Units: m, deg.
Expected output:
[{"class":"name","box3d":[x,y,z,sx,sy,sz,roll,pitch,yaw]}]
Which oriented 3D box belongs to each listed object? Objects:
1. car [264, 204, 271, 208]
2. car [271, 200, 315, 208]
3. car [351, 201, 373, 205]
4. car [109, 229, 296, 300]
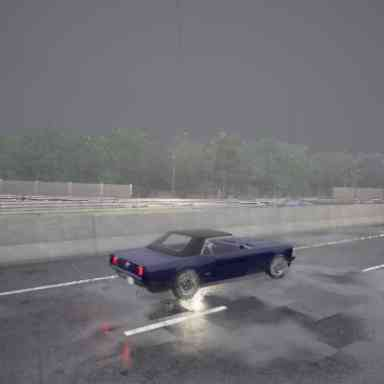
[{"class":"car","box3d":[10.028,1.577,36.887,4.674,1.442,1.812,1,0,-35]},{"class":"car","box3d":[10.352,1.571,32.837,4.674,1.442,1.812,0,0,-35]},{"class":"car","box3d":[16.976,1.628,33.217,4.181,1.385,1.994,0,0,-35]},{"class":"car","box3d":[0.486,1.605,8.399,4.718,1.301,1.895,0,0,-36]}]
